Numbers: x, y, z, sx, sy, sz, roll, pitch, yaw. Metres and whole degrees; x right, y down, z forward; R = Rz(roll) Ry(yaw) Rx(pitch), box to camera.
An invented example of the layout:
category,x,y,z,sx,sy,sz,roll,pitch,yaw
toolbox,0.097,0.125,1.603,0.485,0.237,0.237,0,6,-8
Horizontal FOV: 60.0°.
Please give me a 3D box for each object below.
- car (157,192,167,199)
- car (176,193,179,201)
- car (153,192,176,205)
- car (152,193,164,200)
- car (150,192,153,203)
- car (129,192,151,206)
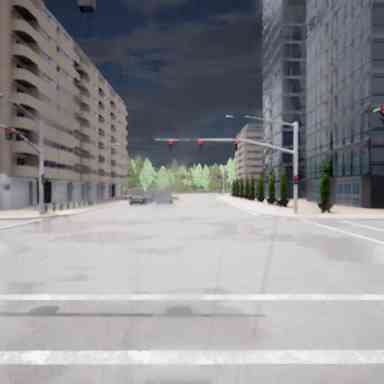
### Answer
category,x,y,z,sx,sy,sz,roll,pitch,yaw
car,-6.847,0.770,77.062,1.837,1.490,4.892,0,1,1
car,-3.530,0.866,64.555,1.882,1.535,5.008,0,1,1
car,-3.812,0.904,47.308,2.097,1.767,4.553,0,1,1
car,-6.965,0.941,67.860,1.994,1.385,4.181,0,1,1
car,-7.120,0.848,53.597,2.097,1.767,4.553,0,0,2
car,-7.345,1.112,45.825,2.033,1.411,5.357,0,1,1
